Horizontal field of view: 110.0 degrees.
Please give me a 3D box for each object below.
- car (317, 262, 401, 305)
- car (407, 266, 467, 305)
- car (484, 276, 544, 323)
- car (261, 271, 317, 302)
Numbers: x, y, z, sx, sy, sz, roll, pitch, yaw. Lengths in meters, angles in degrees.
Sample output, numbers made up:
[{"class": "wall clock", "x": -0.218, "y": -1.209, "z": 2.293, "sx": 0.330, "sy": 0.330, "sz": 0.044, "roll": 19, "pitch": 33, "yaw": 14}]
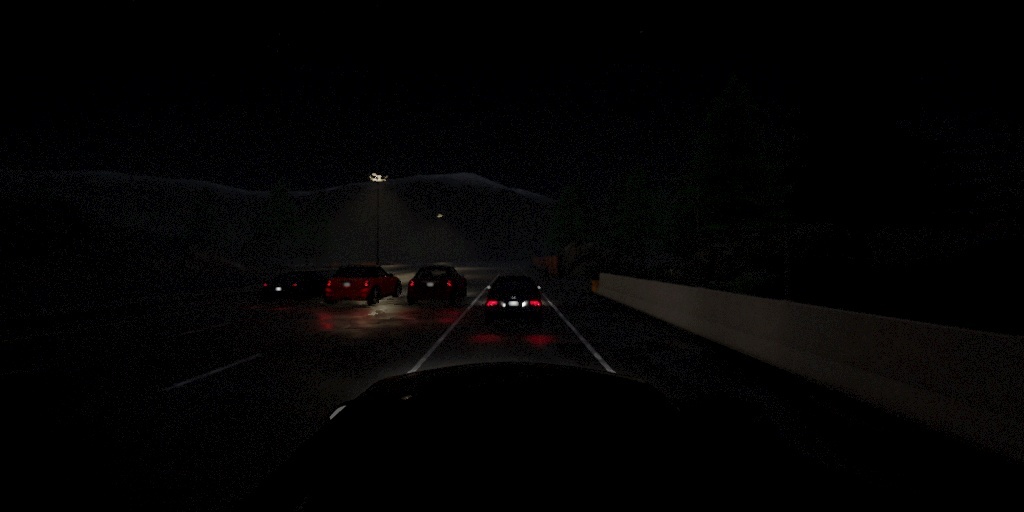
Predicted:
[{"class": "car", "x": -6.923, "y": 1.241, "z": 17.173, "sx": 2.097, "sy": 1.767, "sz": 4.553, "roll": 0, "pitch": -1, "yaw": 0}, {"class": "car", "x": -3.423, "y": 1.241, "z": 17.166, "sx": 2.097, "sy": 1.767, "sz": 4.553, "roll": 0, "pitch": -1, "yaw": 0}, {"class": "car", "x": 0.063, "y": 1.395, "z": 12.540, "sx": 2.033, "sy": 1.411, "sz": 5.357, "roll": 0, "pitch": 0, "yaw": 0}, {"class": "car", "x": -10.420, "y": 1.460, "z": 18.016, "sx": 1.994, "sy": 1.385, "sz": 4.181, "roll": 0, "pitch": -1, "yaw": 0}]
